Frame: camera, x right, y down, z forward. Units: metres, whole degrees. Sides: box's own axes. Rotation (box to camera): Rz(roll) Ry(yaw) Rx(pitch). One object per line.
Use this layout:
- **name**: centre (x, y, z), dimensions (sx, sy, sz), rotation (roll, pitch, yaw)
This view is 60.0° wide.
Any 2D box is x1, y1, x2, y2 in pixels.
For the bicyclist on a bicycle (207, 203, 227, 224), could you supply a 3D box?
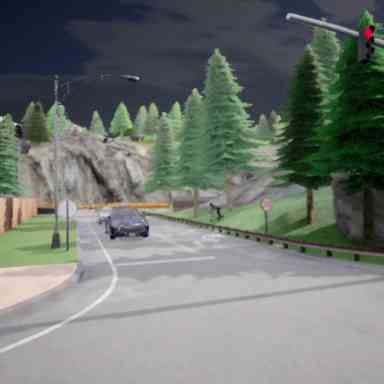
- **bicyclist on a bicycle**: centre (1.735, 1.528, 24.592), dimensions (1.656, 1.620, 0.582), rotation (-20, 9, -19)

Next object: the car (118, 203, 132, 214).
- **car**: centre (-10.135, 2.448, 50.214), dimensions (1.882, 1.535, 5.008), rotation (-1, -1, -12)

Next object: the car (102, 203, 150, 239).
- **car**: centre (-3.937, 1.736, 19.872), dimensions (2.097, 1.767, 4.553), rotation (0, -1, -19)

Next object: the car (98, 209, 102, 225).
- **car**: centre (-7.498, 2.118, 30.059), dimensions (1.812, 1.442, 4.674), rotation (0, -1, -19)
